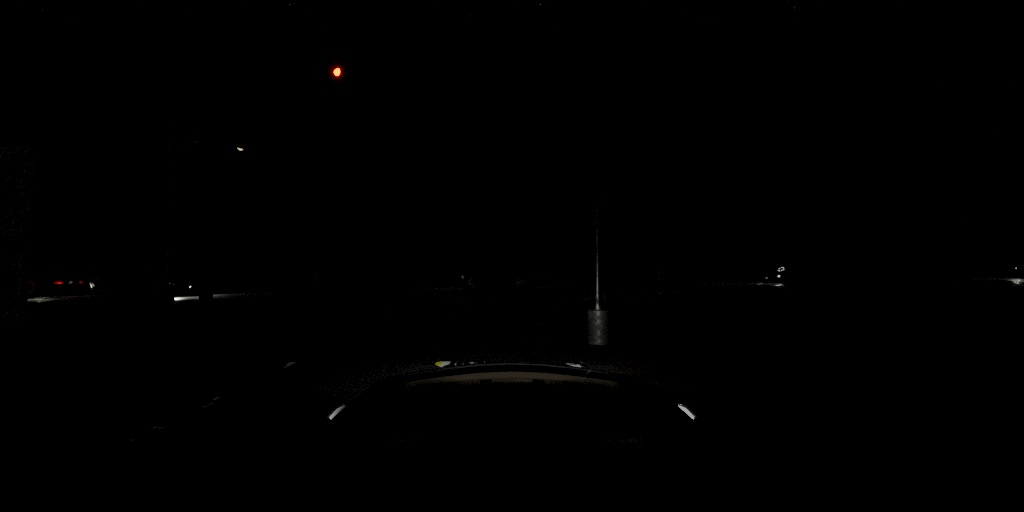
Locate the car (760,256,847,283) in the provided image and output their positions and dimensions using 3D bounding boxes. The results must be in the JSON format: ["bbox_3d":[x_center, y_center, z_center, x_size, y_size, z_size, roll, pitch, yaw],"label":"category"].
[{"bbox_3d":[18.880,0.832,23.428,4.553,1.767,2.097,-1,-2,0],"label":"car"}]

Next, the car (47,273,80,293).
[{"bbox_3d":[-31.459,1.806,23.549,5.357,1.411,2.033,-1,-2,0],"label":"car"}]

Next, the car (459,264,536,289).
[{"bbox_3d":[-0.970,1.292,23.473,5.008,1.535,1.882,-1,-2,0],"label":"car"}]

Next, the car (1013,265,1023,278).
[{"bbox_3d":[35.886,0.742,23.374,4.674,1.442,1.812,-1,-2,0],"label":"car"}]

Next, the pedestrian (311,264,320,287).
[{"bbox_3d":[-15.056,1.466,27.412,0.375,1.860,0.375,0,-1,0],"label":"pedestrian"}]

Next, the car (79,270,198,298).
[{"bbox_3d":[-20.221,1.495,19.822,4.892,1.490,1.837,-1,-2,0],"label":"car"}]

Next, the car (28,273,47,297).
[{"bbox_3d":[-29.646,1.582,19.850,5.008,1.535,1.882,-1,-2,0],"label":"car"}]
